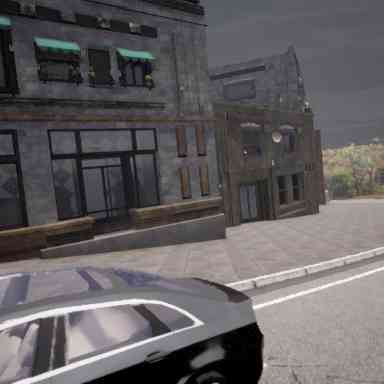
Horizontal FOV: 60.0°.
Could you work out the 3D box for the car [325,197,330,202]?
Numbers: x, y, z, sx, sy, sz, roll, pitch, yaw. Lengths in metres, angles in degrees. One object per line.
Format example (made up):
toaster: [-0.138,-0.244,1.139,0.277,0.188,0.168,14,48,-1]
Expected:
car: [30.198,1.657,77.601,2.097,1.767,4.553,-6,-1,-10]

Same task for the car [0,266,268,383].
car: [-1.525,1.491,2.639,4.902,1.511,2.128,0,0,-36]
